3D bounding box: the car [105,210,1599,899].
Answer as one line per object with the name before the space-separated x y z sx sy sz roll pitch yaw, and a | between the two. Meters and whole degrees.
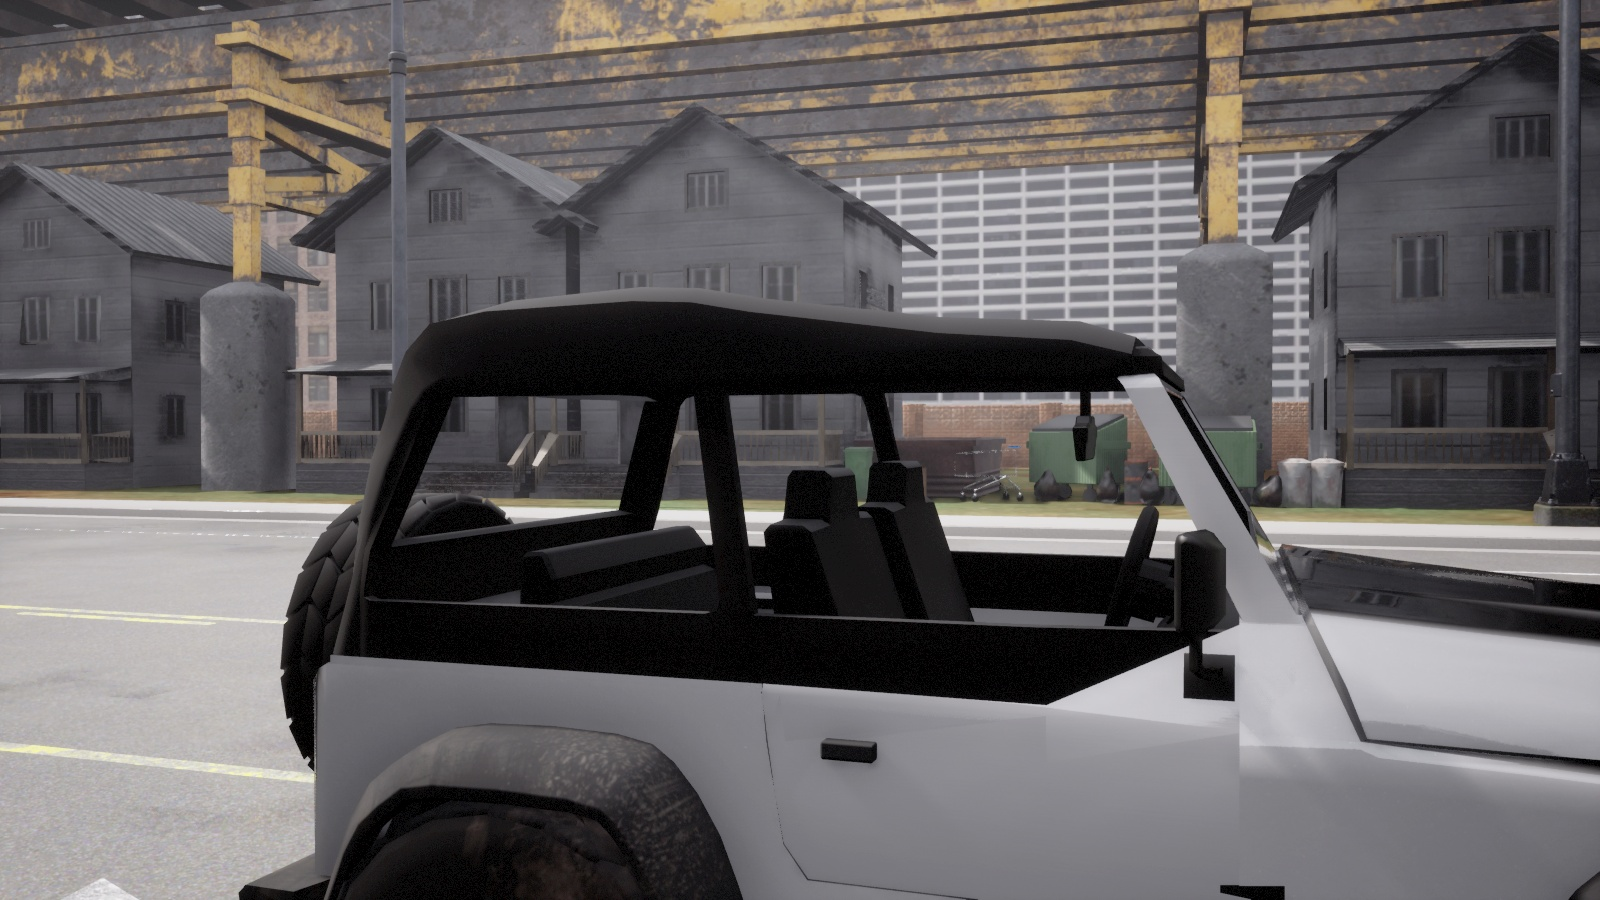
car | 0.641 0.577 2.981 3.866 1.878 1.905 1 1 19
